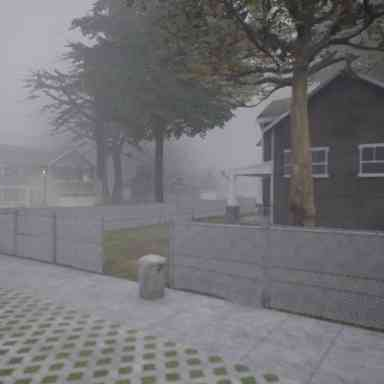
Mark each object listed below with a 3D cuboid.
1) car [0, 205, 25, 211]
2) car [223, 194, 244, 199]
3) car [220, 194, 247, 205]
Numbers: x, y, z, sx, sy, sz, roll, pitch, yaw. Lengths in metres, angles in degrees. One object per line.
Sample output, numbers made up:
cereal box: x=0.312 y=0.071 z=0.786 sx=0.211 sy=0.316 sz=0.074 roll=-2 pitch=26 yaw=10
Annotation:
car: x=-11.612 y=1.599 z=21.791 sx=1.812 sy=1.442 sz=4.674 roll=1 pitch=1 yaw=35
car: x=6.044 y=1.218 z=46.609 sx=1.837 sy=1.490 sz=4.892 roll=1 pitch=2 yaw=36
car: x=6.502 y=1.131 z=52.095 sx=2.128 sy=1.511 sz=4.902 roll=1 pitch=1 yaw=35
